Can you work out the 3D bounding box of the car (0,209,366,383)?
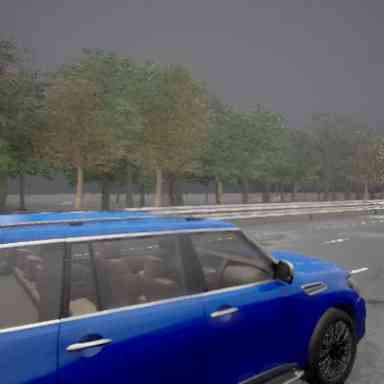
[{"bbox_3d":[-0.413,1.216,3.577,5.566,2.045,2.150,0,0,-35],"label":"car"}]
